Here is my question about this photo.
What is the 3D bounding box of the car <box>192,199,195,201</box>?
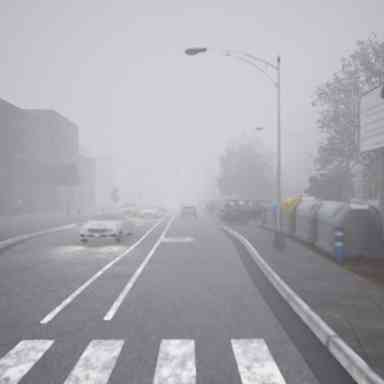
[{"bbox_3d":[3.326,3.111,81.068,5.366,1.575,1.946,1,-1,-24],"label":"car"}]

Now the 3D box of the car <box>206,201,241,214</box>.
[{"bbox_3d":[4.531,2.299,48.383,4.553,1.767,2.185,1,-1,-22],"label":"car"}]

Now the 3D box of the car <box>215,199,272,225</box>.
[{"bbox_3d":[5.173,1.640,27.690,5.566,2.045,2.435,1,-2,-22],"label":"car"}]

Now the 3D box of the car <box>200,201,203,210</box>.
[{"bbox_3d":[4.342,2.594,54.303,4.792,1.488,2.163,1,-2,-22],"label":"car"}]

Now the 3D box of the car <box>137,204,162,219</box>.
[{"bbox_3d":[-4.688,2.187,37.080,1.812,1.442,4.674,0,-2,-2],"label":"car"}]

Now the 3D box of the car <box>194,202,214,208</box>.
[{"bbox_3d":[2.958,3.203,83.957,4.674,1.452,2.002,1,-1,-24],"label":"car"}]

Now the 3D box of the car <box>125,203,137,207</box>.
[{"bbox_3d":[-7.593,2.110,40.671,2.097,1.767,4.553,0,-2,-2],"label":"car"}]

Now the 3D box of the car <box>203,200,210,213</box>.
[{"bbox_3d":[4.717,2.028,42.472,5.566,2.045,2.435,1,-2,-22],"label":"car"}]

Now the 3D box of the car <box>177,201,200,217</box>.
[{"bbox_3d":[-0.458,2.242,40.650,2.128,1.511,4.902,0,-1,-2],"label":"car"}]

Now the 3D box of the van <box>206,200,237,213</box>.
[{"bbox_3d":[4.515,2.272,51.384,4.442,1.987,1.878,1,-2,-22],"label":"van"}]

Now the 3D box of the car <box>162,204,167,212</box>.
[{"bbox_3d":[-5.254,2.685,56.633,2.033,1.411,5.357,0,-1,-1],"label":"car"}]

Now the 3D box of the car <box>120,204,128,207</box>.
[{"bbox_3d":[-7.241,2.020,29.182,1.994,1.385,4.181,0,-2,-2],"label":"car"}]

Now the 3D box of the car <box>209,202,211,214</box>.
[{"bbox_3d":[4.802,2.040,33.498,5.366,1.575,1.946,1,-1,-22],"label":"car"}]

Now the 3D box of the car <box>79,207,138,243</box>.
[{"bbox_3d":[-4.178,1.658,16.892,1.812,1.442,4.674,0,-1,0],"label":"car"}]

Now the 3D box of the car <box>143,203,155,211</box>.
[{"bbox_3d":[-8.291,2.923,65.033,1.895,1.301,4.718,0,-1,-2],"label":"car"}]

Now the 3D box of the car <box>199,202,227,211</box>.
[{"bbox_3d":[4.031,2.763,63.190,4.892,1.521,2.231,1,-1,-22],"label":"car"}]

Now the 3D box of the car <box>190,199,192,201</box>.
[{"bbox_3d":[2.557,3.304,89.844,4.674,1.452,2.002,1,-1,-24],"label":"car"}]

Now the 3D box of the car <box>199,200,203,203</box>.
[{"bbox_3d":[4.398,2.632,57.321,5.366,1.575,1.946,1,-2,-22],"label":"car"}]

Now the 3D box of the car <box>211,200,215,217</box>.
[{"bbox_3d":[5.035,1.717,30.614,5.566,2.045,2.435,1,-1,-22],"label":"car"}]

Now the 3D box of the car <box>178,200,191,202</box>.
[{"bbox_3d":[-1.529,2.943,69.145,2.033,1.411,5.357,0,-1,-3],"label":"car"}]
